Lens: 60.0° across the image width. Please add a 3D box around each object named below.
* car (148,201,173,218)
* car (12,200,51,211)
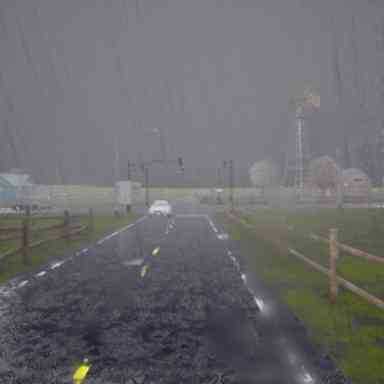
[{"bbox_3d":[-2.755,1.505,29.866,1.812,1.442,4.674,0,0,0],"label":"car"},{"bbox_3d":[-21.534,1.841,44.730,4.892,1.490,1.837,1,1,0],"label":"car"}]
